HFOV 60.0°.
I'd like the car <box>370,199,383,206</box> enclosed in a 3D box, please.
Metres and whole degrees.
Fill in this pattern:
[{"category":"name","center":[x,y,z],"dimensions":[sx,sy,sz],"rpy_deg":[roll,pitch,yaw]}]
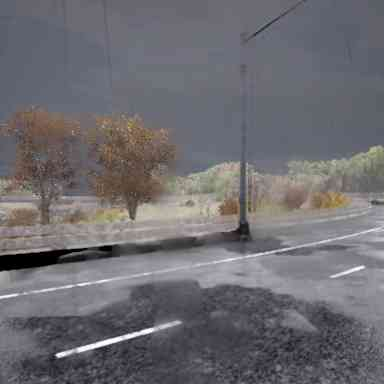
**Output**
[{"category":"car","center":[37.786,2.099,67.412],"dimensions":[1.882,1.535,5.008],"rpy_deg":[0,-1,11]}]
